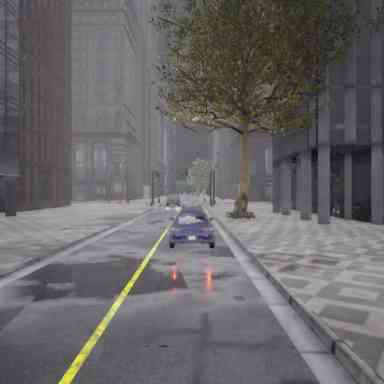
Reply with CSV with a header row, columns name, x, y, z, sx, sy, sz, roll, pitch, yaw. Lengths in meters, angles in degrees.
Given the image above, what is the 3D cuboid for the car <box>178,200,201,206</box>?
name,x,y,z,sx,sy,sz,roll,pitch,yaw
car,0.001,1.640,29.680,1.895,1.301,4.718,0,0,0

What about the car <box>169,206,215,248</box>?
name,x,y,z,sx,sy,sz,roll,pitch,yaw
car,0.000,1.543,14.650,1.812,1.442,4.674,0,0,0

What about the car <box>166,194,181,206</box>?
name,x,y,z,sx,sy,sz,roll,pitch,yaw
car,-2.999,1.373,54.620,2.150,2.045,5.566,0,0,0
